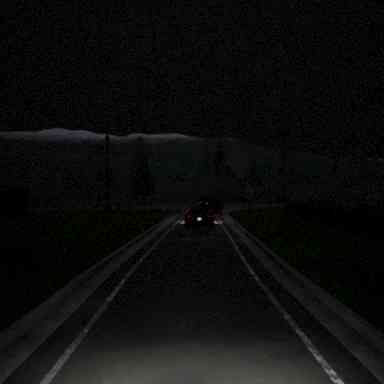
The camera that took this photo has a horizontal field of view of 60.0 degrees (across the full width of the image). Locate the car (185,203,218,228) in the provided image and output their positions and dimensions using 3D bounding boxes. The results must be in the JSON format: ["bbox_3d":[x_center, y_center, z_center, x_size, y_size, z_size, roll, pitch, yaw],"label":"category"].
[{"bbox_3d":[0.536,1.706,23.193,1.994,1.385,4.181,0,0,2],"label":"car"}]

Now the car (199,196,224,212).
[{"bbox_3d":[2.438,1.473,41.177,2.150,2.045,5.566,-1,0,15],"label":"car"}]

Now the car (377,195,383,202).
[{"bbox_3d":[48.018,1.904,80.897,4.718,1.301,1.895,0,0,-23],"label":"car"}]
